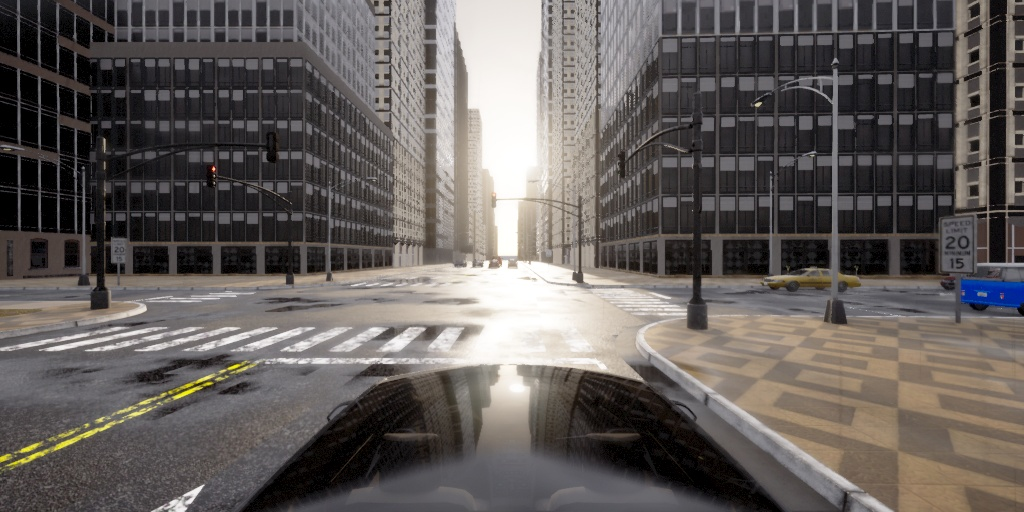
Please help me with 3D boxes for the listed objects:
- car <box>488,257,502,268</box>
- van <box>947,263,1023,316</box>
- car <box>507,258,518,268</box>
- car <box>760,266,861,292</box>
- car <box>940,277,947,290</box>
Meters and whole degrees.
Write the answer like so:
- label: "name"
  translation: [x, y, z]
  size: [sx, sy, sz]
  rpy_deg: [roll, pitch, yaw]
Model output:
- label: "car"
  translation: [-3.117, 1.386, 63.337]
  size: [1.812, 1.442, 4.674]
  rpy_deg: [0, 0, 0]
- label: "van"
  translation: [18.380, 1.119, 12.534]
  size: [3.998, 1.789, 1.690]
  rpy_deg: [0, 0, 2]
- label: "car"
  translation: [0.133, 1.408, 63.330]
  size: [2.033, 1.411, 5.357]
  rpy_deg: [0, 0, 0]
- label: "car"
  translation: [17.127, 1.293, 20.709]
  size: [4.829, 1.417, 1.751]
  rpy_deg: [0, 0, 2]
- label: "car"
  translation: [26.960, 1.356, 20.202]
  size: [4.207, 1.307, 1.802]
  rpy_deg: [0, 0, 2]
